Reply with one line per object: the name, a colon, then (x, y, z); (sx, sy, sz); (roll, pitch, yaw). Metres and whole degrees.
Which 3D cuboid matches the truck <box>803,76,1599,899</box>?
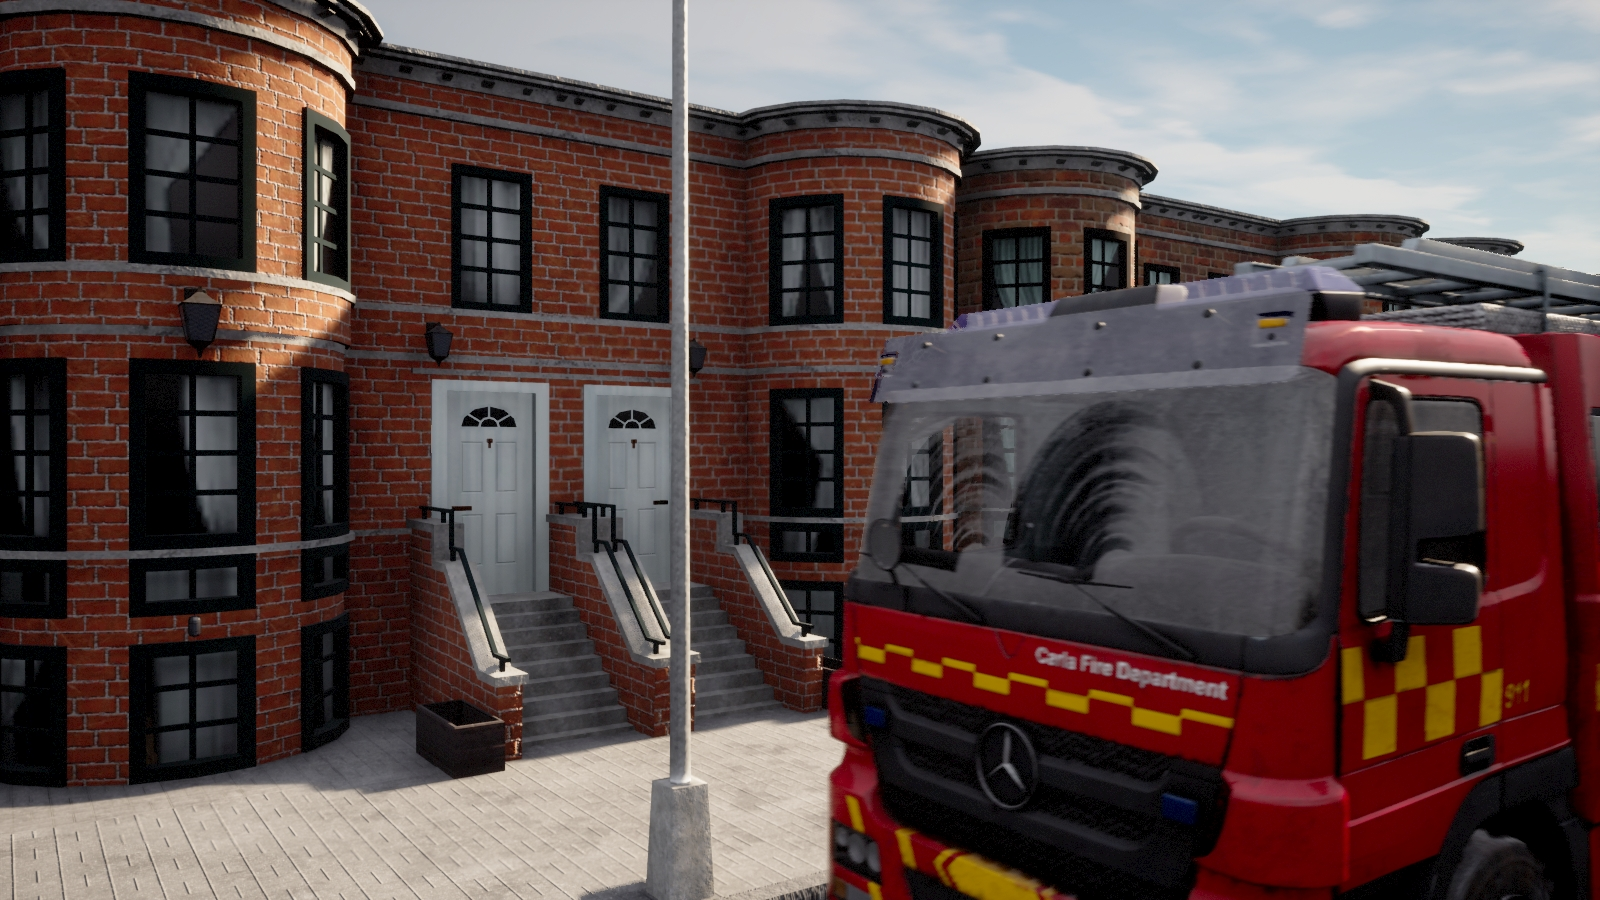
truck: (4.313, 0.667, 7.422); (8.468, 3.827, 2.891); (0, 0, -35)
